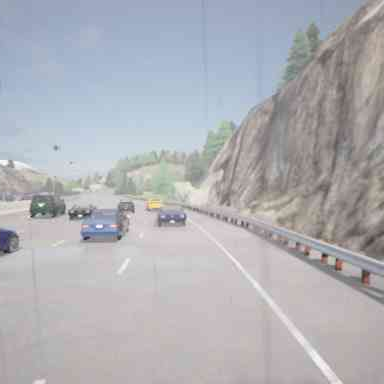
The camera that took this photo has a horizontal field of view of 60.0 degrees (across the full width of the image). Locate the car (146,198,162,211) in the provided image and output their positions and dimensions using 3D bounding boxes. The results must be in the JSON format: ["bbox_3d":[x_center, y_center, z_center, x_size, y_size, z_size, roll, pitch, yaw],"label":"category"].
[{"bbox_3d":[-4.685,1.496,41.428,1.882,1.535,5.008,0,0,-12],"label":"car"}]

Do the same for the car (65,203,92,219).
[{"bbox_3d":[-9.411,1.627,29.086,1.895,1.301,4.718,0,0,-9],"label":"car"}]

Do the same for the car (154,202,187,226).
[{"bbox_3d":[-1.528,1.609,23.477,1.895,1.301,4.718,0,0,-7],"label":"car"}]

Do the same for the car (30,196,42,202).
[{"bbox_3d":[-35.992,1.640,76.859,1.994,1.385,4.181,0,0,-15],"label":"car"}]

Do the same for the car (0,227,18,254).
[{"bbox_3d":[-7.348,1.543,10.584,1.812,1.442,4.674,0,0,-3],"label":"car"}]

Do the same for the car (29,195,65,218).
[{"bbox_3d":[-13.239,1.256,30.803,2.150,2.045,5.566,0,0,-10],"label":"car"}]

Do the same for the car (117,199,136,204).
[{"bbox_3d":[-7.443,1.515,37.607,2.128,1.511,4.902,0,0,-11],"label":"car"}]

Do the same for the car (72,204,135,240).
[{"bbox_3d":[-4.319,1.560,17.140,2.033,1.411,5.357,0,0,-5],"label":"car"}]
